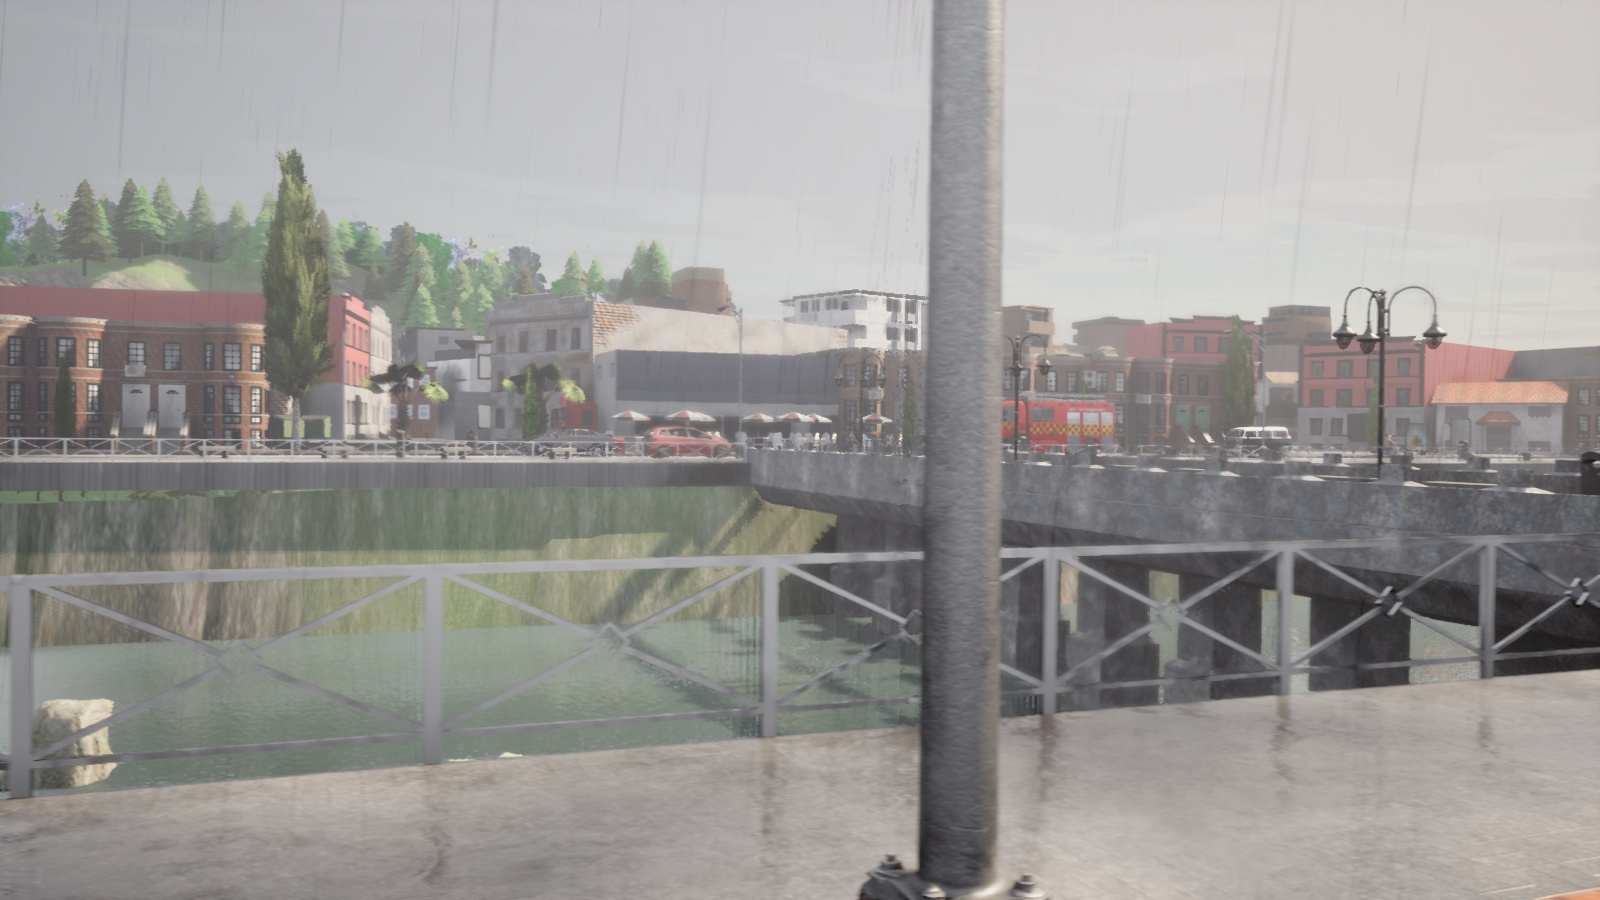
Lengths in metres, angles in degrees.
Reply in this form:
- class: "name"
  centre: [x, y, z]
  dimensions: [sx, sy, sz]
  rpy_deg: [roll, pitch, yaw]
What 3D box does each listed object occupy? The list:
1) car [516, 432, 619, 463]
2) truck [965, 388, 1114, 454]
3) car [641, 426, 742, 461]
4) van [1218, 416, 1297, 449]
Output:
- class: "car"
  centre: [-12.067, -0.175, 65.159]
  dimensions: [4.902, 1.511, 2.128]
  rpy_deg: [-1, 1, -21]
- class: "truck"
  centre: [14.322, -1.745, 75.172]
  dimensions: [8.468, 3.827, 2.891]
  rpy_deg: [-1, 1, -21]
- class: "car"
  centre: [-5.500, -0.329, 63.375]
  dimensions: [4.611, 1.667, 2.242]
  rpy_deg: [-1, 1, -21]
- class: "van"
  centre: [29.502, -1.115, 80.951]
  dimensions: [4.480, 2.038, 2.069]
  rpy_deg: [-1, 1, -21]
